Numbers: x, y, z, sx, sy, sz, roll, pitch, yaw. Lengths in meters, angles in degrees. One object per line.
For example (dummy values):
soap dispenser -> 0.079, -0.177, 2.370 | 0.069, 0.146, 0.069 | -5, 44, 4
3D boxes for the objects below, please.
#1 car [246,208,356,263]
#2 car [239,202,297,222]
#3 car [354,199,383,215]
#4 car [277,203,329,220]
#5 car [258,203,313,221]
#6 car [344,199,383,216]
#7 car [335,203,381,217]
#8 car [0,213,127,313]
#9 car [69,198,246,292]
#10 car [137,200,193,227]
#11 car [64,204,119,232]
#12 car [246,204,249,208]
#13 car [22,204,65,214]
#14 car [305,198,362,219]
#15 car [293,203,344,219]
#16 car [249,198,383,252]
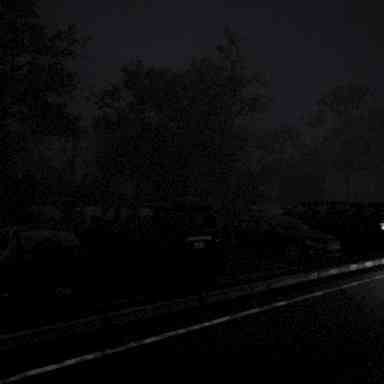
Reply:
car -> 3.183, 1.601, 12.703 | 2.231, 1.521, 4.892 | 1, -1, -35
car -> 7.023, 1.835, 31.270 | 1.946, 1.575, 5.366 | 1, -1, -36
car -> 24.962, 2.008, 44.276 | 2.435, 2.045, 5.566 | 1, -1, -36
car -> 11.465, 1.967, 34.634 | 2.163, 1.488, 4.792 | 1, -1, -36
car -> 9.186, 1.888, 33.036 | 2.097, 1.535, 5.008 | 1, -1, -36
car -> 22.797, 1.953, 42.729 | 2.435, 2.045, 5.566 | 1, -1, -36
car -> 20.411, 2.185, 41.058 | 2.002, 1.452, 4.674 | 1, -1, -36
car -> -3.657, 1.488, 7.820 | 2.231, 1.521, 4.892 | 1, 0, -35
car -> -1.393, 1.270, 9.474 | 2.435, 2.045, 5.566 | 1, -1, -35
car -> -2.131, 1.518, 24.931 | 2.185, 1.767, 4.553 | 1, -1, -35
car -> -6.688, 1.597, 21.727 | 2.002, 1.452, 4.674 | 1, -1, -35
car -> 4.650, 1.829, 29.801 | 2.002, 1.452, 4.674 | 1, -1, -35
car -> -8.960, 1.518, 20.114 | 2.097, 1.535, 5.008 | 1, 0, -35
car -> 15.999, 1.787, 37.874 | 2.435, 2.045, 5.566 | 1, -1, -36
car -> 13.697, 2.017, 36.300 | 2.163, 1.488, 4.792 | 1, -1, -36
car -> 5.458, 1.395, 14.351 | 2.435, 2.045, 5.566 | 1, -1, -35
